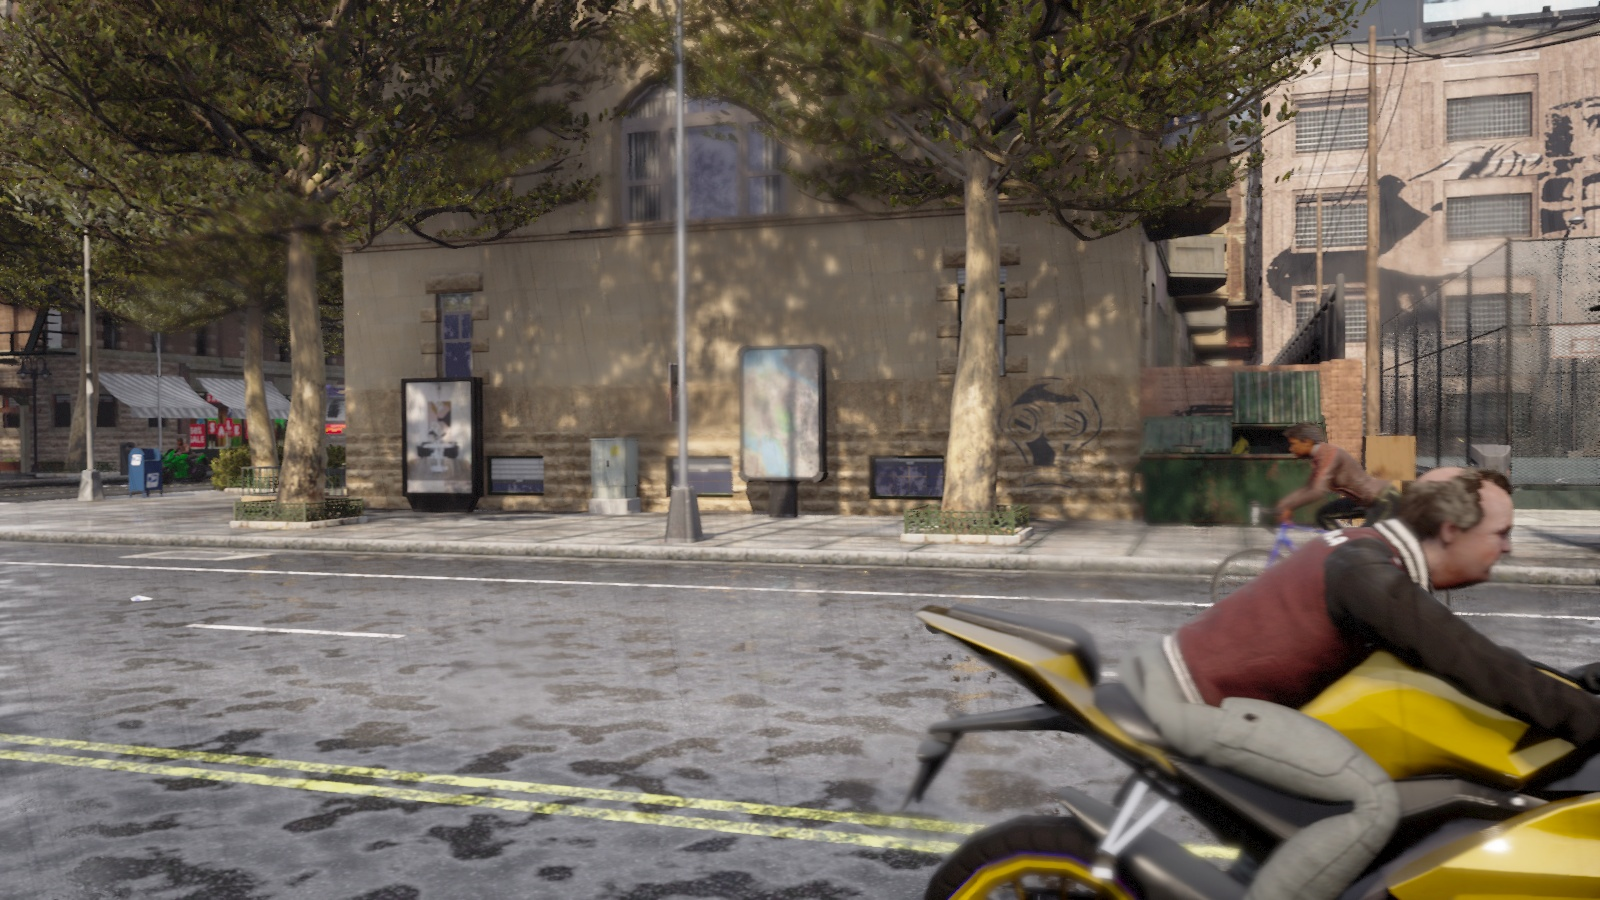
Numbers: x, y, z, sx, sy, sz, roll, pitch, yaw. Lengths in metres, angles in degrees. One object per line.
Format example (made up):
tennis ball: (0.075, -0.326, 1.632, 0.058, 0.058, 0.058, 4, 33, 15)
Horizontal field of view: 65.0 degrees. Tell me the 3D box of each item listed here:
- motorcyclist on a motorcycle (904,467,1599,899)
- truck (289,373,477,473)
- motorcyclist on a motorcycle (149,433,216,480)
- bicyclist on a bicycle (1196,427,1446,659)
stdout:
motorcyclist on a motorcycle: (1.397, 0.824, 2.723, 2.191, 1.530, 0.866, 0, 1, 19)
truck: (-17.181, -1.101, 52.544, 2.891, 3.827, 8.468, 0, 1, 19)
motorcyclist on a motorcycle: (-20.717, 0.199, 42.155, 0.797, 1.523, 2.044, 0, 1, 19)
bicyclist on a bicycle: (3.809, 0.645, 9.296, 1.656, 1.620, 0.582, 0, 1, 19)
